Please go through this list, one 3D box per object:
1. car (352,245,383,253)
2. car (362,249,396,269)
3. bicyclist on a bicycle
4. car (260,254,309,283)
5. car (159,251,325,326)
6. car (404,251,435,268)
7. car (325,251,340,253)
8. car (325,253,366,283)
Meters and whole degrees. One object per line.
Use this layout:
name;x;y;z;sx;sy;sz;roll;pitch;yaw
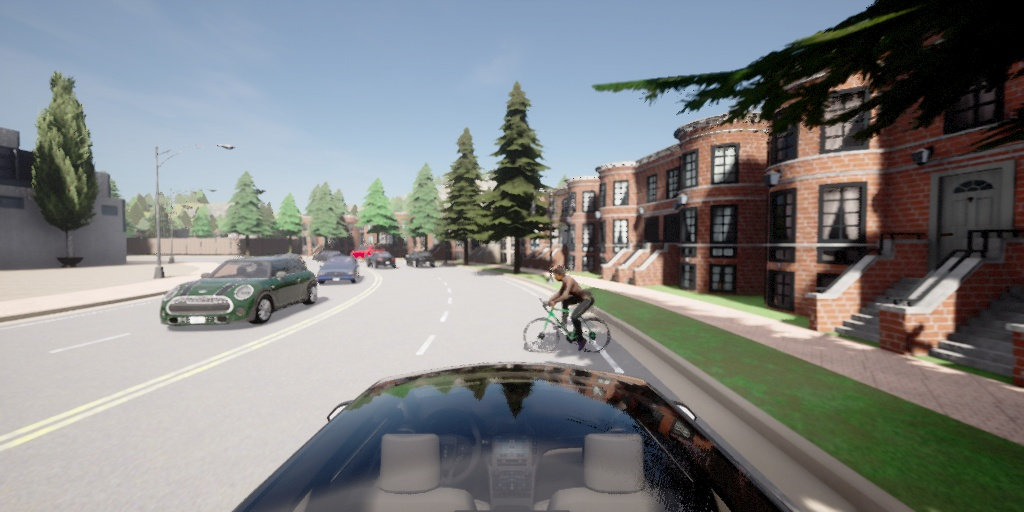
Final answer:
car;-17.894;-0.300;44.481;5.566;2.045;2.150;1;2;41
car;-11.949;0.359;32.702;1.812;1.442;4.674;-1;2;-34
bicyclist on a bicycle;1.040;1.041;6.744;1.656;1.620;0.582;0;2;-1
car;-13.865;0.670;22.130;1.837;1.490;4.892;-1;2;-24
car;-7.582;0.830;10.515;2.097;1.767;4.553;0;2;-8
car;-8.887;0.301;34.299;1.837;1.490;4.892;-1;2;-33
car;-22.045;0.048;43.419;5.357;1.411;2.033;1;2;37
car;-9.834;0.728;20.714;2.033;1.411;5.357;0;2;-20
